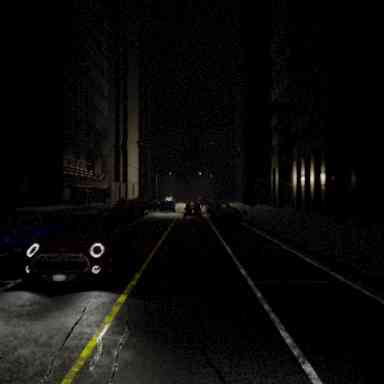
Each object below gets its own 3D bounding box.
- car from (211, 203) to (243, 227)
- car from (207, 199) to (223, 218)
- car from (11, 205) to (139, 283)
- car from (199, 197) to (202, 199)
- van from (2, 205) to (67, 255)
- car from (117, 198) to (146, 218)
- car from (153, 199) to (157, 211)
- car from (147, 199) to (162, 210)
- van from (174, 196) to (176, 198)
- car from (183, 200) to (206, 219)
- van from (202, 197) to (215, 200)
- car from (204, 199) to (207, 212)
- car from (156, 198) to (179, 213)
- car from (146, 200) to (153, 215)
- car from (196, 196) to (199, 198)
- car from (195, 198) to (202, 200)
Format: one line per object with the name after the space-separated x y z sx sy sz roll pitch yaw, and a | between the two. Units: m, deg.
2.656 1.748 24.554 1.887 1.381 4.507 0 0 0 | car
2.653 1.692 30.194 1.967 1.590 4.097 0 0 0 | car
-3.107 1.430 10.016 2.097 1.767 4.553 0 0 0 | car
2.637 2.109 64.233 1.752 1.417 4.829 0 -1 1 | car
-5.865 1.448 13.286 1.690 1.788 3.998 0 0 0 | van
-5.872 1.567 30.205 2.192 1.841 5.009 0 0 0 | car
-5.881 1.845 47.122 1.967 1.590 4.097 0 -1 0 | car
-5.883 1.901 52.760 1.967 1.590 4.097 0 -1 0 | car
-5.899 2.165 86.600 1.690 1.788 3.998 0 -1 0 | van
0.071 1.821 32.710 2.033 1.411 5.357 0 0 0 | car
2.644 1.746 47.111 1.690 1.788 3.998 0 -1 0 | van
2.648 1.917 41.471 1.947 1.339 4.313 0 -1 0 | car
-3.116 1.842 42.903 1.882 1.535 5.008 0 -1 0 | car
-5.875 1.616 35.844 2.192 1.841 5.009 0 0 0 | car
2.632 2.020 75.302 2.192 1.841 5.009 0 -1 0 | car
0.016 1.900 43.913 1.812 1.442 4.674 0 0 0 | car
